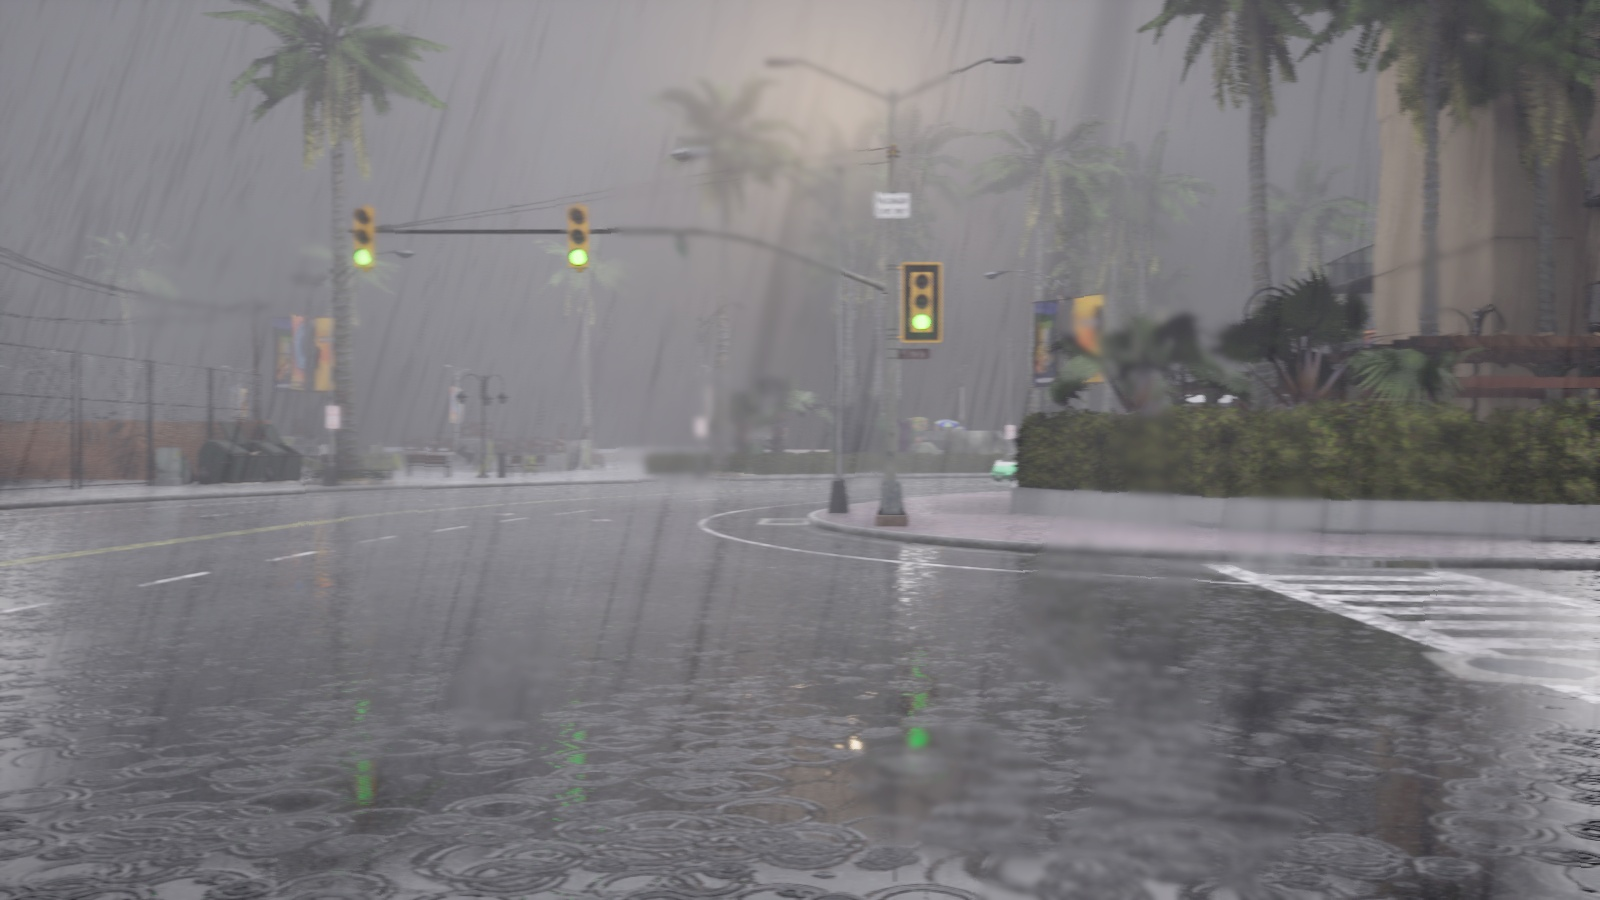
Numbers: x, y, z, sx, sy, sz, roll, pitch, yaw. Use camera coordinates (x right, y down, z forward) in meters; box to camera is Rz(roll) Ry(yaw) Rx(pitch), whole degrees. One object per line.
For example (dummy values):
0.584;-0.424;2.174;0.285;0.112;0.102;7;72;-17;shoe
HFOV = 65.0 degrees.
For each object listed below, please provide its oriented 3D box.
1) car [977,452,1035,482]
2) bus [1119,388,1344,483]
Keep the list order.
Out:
9.583;0.767;58.336;2.207;1.376;1.481;0;0;-30;car
20.686;-0.668;60.123;10.273;4.253;3.944;0;0;-24;bus
